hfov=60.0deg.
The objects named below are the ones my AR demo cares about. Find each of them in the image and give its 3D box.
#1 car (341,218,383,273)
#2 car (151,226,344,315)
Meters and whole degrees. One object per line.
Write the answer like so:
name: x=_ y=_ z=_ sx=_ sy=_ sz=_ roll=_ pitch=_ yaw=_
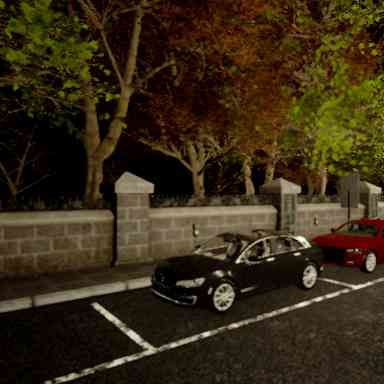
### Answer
car: x=5.684 y=1.567 z=10.767 sx=4.507 sy=1.381 sz=1.887 roll=0 pitch=0 yaw=-35
car: x=1.203 y=1.561 z=7.509 sx=4.403 sy=1.369 sz=2.008 roll=0 pitch=0 yaw=-35
